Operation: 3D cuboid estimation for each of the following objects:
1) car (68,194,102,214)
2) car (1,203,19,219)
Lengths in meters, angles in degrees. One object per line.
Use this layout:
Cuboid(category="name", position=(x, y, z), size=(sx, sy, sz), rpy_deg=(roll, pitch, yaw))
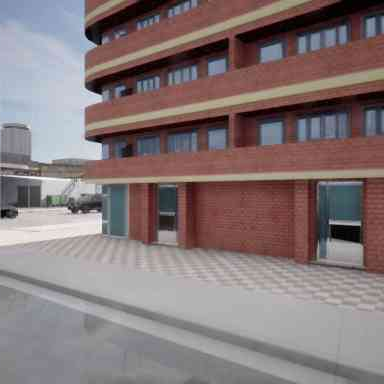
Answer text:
Cuboid(category="car", position=(-10.633, 1.222, 36.044), size=(2.150, 2.045, 5.566), rpy_deg=(0, 0, 34))
Cuboid(category="car", position=(-16.601, 1.564, 27.299), size=(1.994, 1.385, 4.181), rpy_deg=(0, 0, 34))
